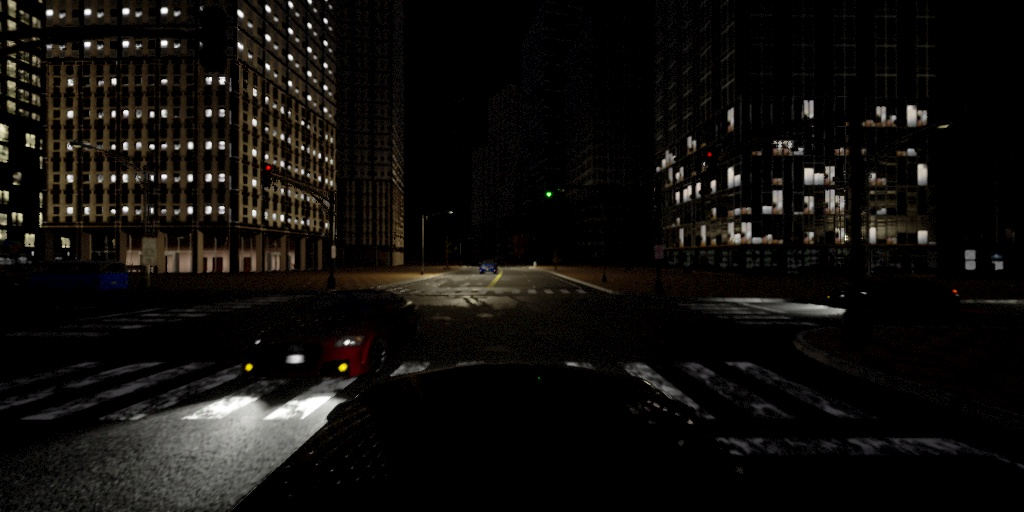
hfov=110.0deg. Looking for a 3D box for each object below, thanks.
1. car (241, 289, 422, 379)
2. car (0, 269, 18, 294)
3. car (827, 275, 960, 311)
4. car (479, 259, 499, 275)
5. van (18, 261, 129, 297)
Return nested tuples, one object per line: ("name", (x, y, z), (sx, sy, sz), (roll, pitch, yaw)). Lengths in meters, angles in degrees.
("car", (-3.246, 1.384, 7.368), (1.994, 1.385, 4.181), (0, -1, 0))
("car", (-28.187, 1.333, 18.831), (4.507, 1.381, 1.888), (0, 0, 1))
("car", (16.191, 1.541, 15.369), (4.181, 1.385, 1.994), (0, 0, 1))
("car", (-3.235, 1.471, 49.639), (2.150, 2.045, 5.566), (0, 0, 0))
("van", (-22.649, 1.154, 18.781), (3.998, 1.789, 1.690), (0, 0, 1))
